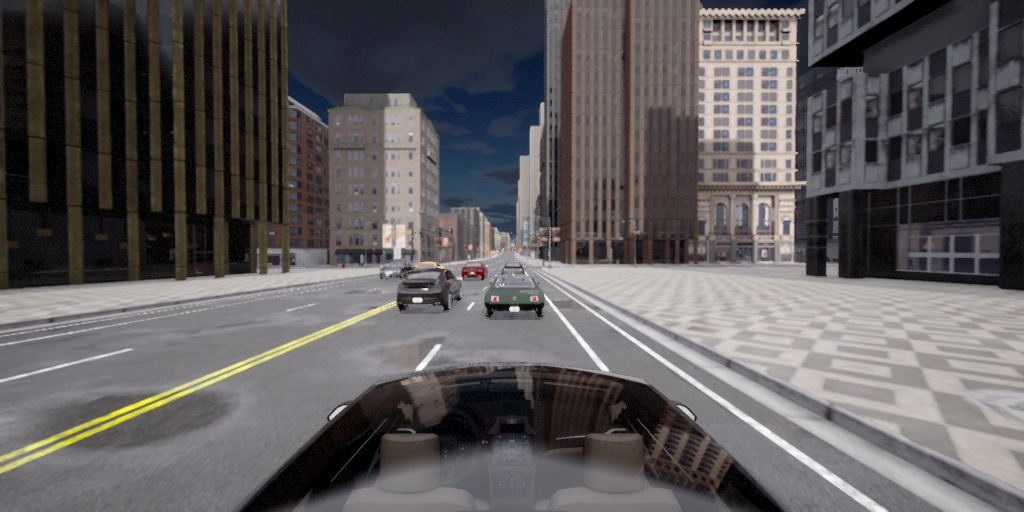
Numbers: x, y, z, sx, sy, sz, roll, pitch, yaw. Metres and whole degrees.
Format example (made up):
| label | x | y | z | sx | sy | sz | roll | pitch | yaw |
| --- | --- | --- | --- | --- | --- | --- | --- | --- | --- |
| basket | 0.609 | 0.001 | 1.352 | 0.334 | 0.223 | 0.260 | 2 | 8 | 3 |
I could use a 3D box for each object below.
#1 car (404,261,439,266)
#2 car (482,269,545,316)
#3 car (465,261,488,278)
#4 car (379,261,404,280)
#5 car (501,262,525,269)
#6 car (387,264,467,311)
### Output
| label | x | y | z | sx | sy | sz | roll | pitch | yaw |
| --- | --- | --- | --- | --- | --- | --- | --- | --- | --- |
| car | -6.608 | 1.204 | 28.269 | 1.882 | 1.535 | 5.008 | 0 | 0 | 0 |
| car | 0.086 | 1.334 | 13.180 | 1.895 | 1.301 | 4.718 | 0 | 0 | 0 |
| car | -3.166 | 1.204 | 31.058 | 1.882 | 1.535 | 5.008 | 0 | 0 | 0 |
| car | -9.857 | 1.219 | 30.962 | 2.128 | 1.511 | 4.902 | 0 | 0 | 0 |
| car | 0.083 | 1.218 | 29.749 | 2.128 | 1.511 | 4.902 | 0 | 0 | 0 |
| car | -3.163 | 1.236 | 14.427 | 1.837 | 1.490 | 4.892 | 0 | 0 | 0 |
